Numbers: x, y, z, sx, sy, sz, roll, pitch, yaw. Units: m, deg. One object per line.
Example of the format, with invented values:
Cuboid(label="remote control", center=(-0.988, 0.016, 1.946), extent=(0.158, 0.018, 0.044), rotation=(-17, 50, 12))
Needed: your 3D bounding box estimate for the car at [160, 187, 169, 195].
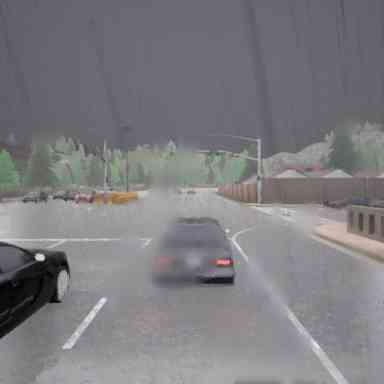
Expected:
Cuboid(label="car", center=(-7.215, -0.363, 87.777), extent=(2.150, 2.045, 5.566), rotation=(0, 1, 0))

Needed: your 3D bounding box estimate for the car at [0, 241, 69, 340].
Cuboid(label="car", center=(-3.452, 1.417, 4.856), extent=(1.882, 1.535, 5.008), rotation=(0, 1, 0))

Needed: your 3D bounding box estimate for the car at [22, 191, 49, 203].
Cuboid(label="car", center=(-21.208, 0.704, 45.279), extent=(1.837, 1.490, 4.892), rotation=(0, 1, 0))

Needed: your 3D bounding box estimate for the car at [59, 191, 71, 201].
Cuboid(label="car", center=(-17.719, 0.652, 50.370), extent=(2.033, 1.411, 5.357), rotation=(0, 1, 0))

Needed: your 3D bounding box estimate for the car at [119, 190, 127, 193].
Cuboid(label="car", center=(-14.166, 0.338, 67.900), extent=(1.994, 1.385, 4.181), rotation=(0, 1, 0))

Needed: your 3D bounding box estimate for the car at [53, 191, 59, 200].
Cuboid(label="car", center=(-21.215, 0.501, 54.772), extent=(1.882, 1.535, 5.008), rotation=(0, 1, 0))

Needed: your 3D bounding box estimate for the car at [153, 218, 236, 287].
Cuboid(label="car", center=(0.099, 1.416, 9.128), extent=(2.033, 1.411, 5.357), rotation=(0, 1, 2))

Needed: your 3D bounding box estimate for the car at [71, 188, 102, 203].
Cuboid(label="car", center=(-14.208, 0.554, 45.150), extent=(2.097, 1.767, 4.553), rotation=(0, 1, 0))

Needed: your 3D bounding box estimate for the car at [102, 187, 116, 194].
Cuboid(label="car", center=(-14.218, 0.237, 55.288), extent=(2.150, 2.045, 5.566), rotation=(0, 1, 0))

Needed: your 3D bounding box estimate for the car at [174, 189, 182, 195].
Cuboid(label="car", center=(-3.715, -0.061, 87.688), extent=(2.128, 1.511, 4.902), rotation=(0, 1, 0))

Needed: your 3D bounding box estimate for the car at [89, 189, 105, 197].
Cuboid(label="car", center=(-21.182, 0.184, 74.375), extent=(2.128, 1.511, 4.902), rotation=(0, 1, 0))

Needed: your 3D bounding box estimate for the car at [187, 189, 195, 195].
Cuboid(label="car", center=(-0.215, -0.037, 87.865), extent=(1.994, 1.385, 4.181), rotation=(0, 1, 0))

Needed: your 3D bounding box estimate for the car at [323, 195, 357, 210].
Cuboid(label="car", center=(15.821, 0.982, 32.649), extent=(5.357, 1.411, 2.033), rotation=(0, 1, 2))

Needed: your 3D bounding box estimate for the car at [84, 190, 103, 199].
Cuboid(label="car", center=(-17.704, 0.402, 60.106), extent=(1.882, 1.535, 5.008), rotation=(0, 2, 0))

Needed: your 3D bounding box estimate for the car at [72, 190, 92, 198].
Cuboid(label="car", center=(-21.179, 0.340, 64.184), extent=(2.128, 1.511, 4.902), rotation=(0, 1, 0))

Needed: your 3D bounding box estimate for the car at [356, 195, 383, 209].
Cuboid(label="car", center=(17.801, 1.048, 29.081), extent=(5.357, 1.411, 2.033), rotation=(0, 1, 2))
